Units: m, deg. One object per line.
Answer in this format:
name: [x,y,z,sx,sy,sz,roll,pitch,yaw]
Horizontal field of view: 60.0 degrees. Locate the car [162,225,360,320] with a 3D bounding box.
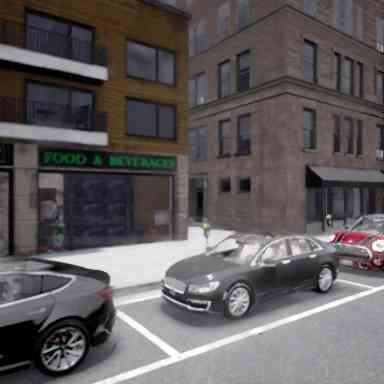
car: [1.437,1.547,7.204,4.403,1.369,2.008,0,0,-35]

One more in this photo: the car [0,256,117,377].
car: [-3.061,1.566,4.008,4.313,1.339,1.947,0,0,-35]

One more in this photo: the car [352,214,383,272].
car: [5.936,1.435,10.401,4.097,1.590,1.967,0,0,-35]
